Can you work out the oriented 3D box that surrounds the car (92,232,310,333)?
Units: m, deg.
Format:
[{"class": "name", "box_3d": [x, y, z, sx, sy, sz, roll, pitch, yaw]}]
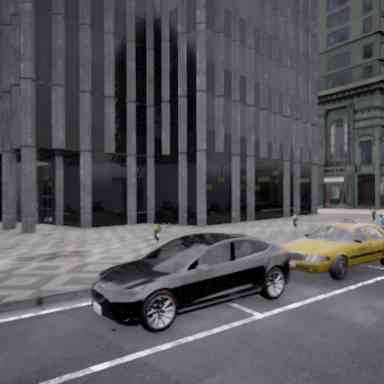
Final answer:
[{"class": "car", "box_3d": [0.202, 1.554, 6.796, 4.313, 1.339, 1.947, 0, 0, -36]}]

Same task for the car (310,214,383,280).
[{"class": "car", "box_3d": [4.469, 1.499, 9.842, 4.829, 1.417, 1.752, 0, 0, -36]}]
